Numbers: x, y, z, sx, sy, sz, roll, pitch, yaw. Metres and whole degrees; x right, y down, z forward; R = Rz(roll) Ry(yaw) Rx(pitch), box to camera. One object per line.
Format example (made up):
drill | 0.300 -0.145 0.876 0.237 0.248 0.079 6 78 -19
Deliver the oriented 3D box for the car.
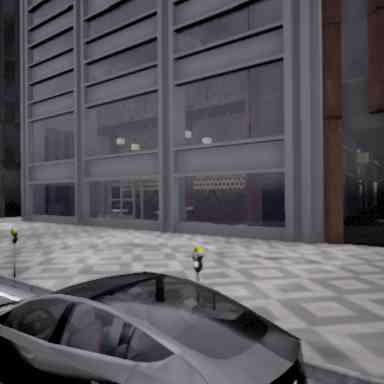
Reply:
car | -0.970 1.592 3.660 4.313 1.339 1.947 -1 -1 36

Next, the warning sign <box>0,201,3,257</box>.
warning sign | -7.127 1.229 10.887 1.060 1.860 1.300 -1 0 36
